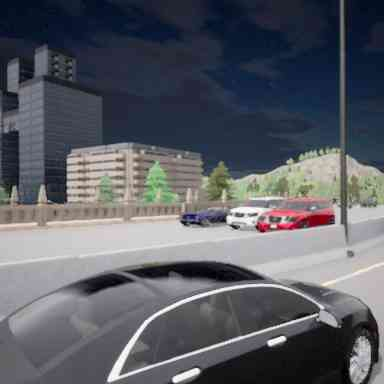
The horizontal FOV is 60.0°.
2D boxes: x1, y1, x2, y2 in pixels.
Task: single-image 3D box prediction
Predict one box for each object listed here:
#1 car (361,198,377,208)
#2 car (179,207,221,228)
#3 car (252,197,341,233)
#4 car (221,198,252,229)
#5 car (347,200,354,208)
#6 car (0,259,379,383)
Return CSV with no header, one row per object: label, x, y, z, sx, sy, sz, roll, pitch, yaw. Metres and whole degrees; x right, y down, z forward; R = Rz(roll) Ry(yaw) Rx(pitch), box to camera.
car,29.110,1.819,54.672,1.837,1.490,4.892,0,0,36
car,1.294,1.743,23.361,1.895,1.301,4.718,0,-1,44
car,5.888,1.321,18.071,2.150,2.045,5.566,0,0,45
car,4.649,1.350,21.804,2.150,2.045,5.566,0,0,43
car,26.244,1.939,56.672,1.895,1.301,4.718,0,-1,36
car,0.189,1.524,3.596,4.892,1.490,1.837,0,0,-37
